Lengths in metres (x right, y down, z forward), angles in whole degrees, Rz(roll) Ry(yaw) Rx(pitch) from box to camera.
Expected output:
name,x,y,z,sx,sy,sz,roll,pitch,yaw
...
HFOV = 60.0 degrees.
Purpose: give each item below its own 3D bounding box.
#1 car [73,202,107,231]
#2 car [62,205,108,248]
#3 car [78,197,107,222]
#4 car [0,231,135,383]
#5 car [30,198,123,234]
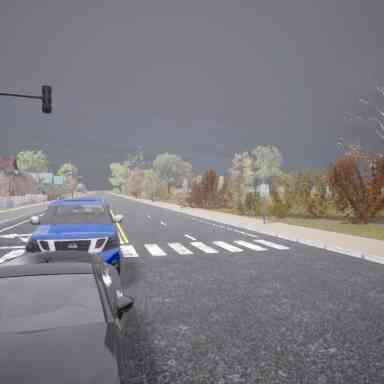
name,x,y,z,sx,sy,sz,roll,pitch,yaw
car,-6.617,1.467,21.778,1.882,1.535,5.008,0,0,-16
car,-5.035,1.498,16.036,1.837,1.490,4.892,0,0,-15
car,-8.192,1.337,27.507,2.097,1.767,4.553,0,0,-15
car,-1.708,1.524,3.883,1.812,1.442,4.674,0,0,-13
car,-3.362,1.218,9.968,2.150,2.045,5.566,0,0,-15
